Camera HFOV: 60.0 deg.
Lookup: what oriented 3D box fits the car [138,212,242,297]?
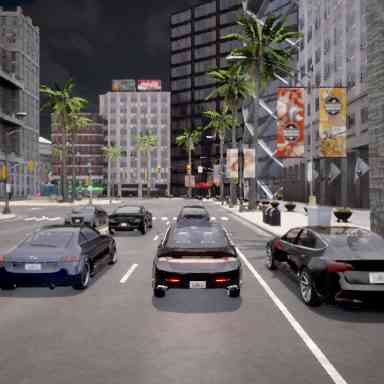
[{"bbox_3d":[0.101,1.492,8.544,2.128,1.511,4.902,0,0,0],"label":"car"}]

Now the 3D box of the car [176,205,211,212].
[{"bbox_3d":[0.101,1.505,18.799,1.837,1.490,4.892,0,0,0],"label":"car"}]

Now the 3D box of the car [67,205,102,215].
[{"bbox_3d":[-7.001,1.576,22.296,1.994,1.385,4.181,0,0,0],"label":"car"}]

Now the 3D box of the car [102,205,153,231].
[{"bbox_3d":[-3.400,1.478,19.070,1.882,1.535,5.008,0,0,0],"label":"car"}]

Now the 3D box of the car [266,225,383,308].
[{"bbox_3d":[3.192,1.513,8.023,2.161,1.482,4.786,0,0,-1],"label":"car"}]

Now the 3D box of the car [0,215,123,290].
[{"bbox_3d":[-3.397,1.564,9.101,1.994,1.385,4.181,0,0,0],"label":"car"}]
